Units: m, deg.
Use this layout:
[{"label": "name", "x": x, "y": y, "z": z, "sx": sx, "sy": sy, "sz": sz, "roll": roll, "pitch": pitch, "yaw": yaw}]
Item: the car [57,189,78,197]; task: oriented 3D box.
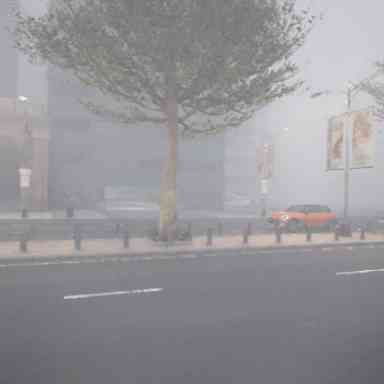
[{"label": "car", "x": -23.782, "y": 0.477, "z": 65.918, "sx": 5.566, "sy": 2.045, "sz": 2.435, "roll": 2, "pitch": 0, "yaw": -22}]

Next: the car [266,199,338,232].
[{"label": "car", "x": 7.025, "y": 1.560, "z": 21.366, "sx": 4.553, "sy": 1.767, "sz": 2.097, "roll": 2, "pitch": 0, "yaw": -22}]

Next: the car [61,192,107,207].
[{"label": "car", "x": -12.184, "y": 1.135, "z": 38.145, "sx": 4.786, "sy": 1.482, "sz": 2.161, "roll": 2, "pitch": 0, "yaw": -22}]

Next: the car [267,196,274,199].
[{"label": "car", "x": 19.843, "y": 1.715, "z": 90.678, "sx": 5.008, "sy": 1.535, "sz": 1.882, "roll": 1, "pitch": 0, "yaw": 37}]

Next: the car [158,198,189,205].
[{"label": "car", "x": -2.404, "y": 1.309, "z": 46.516, "sx": 4.674, "sy": 1.452, "sz": 2.002, "roll": 2, "pitch": 0, "yaw": -22}]

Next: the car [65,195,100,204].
[{"label": "car", "x": -16.125, "y": 1.094, "z": 49.064, "sx": 4.718, "sy": 1.301, "sz": 1.895, "roll": 2, "pitch": 0, "yaw": -22}]
